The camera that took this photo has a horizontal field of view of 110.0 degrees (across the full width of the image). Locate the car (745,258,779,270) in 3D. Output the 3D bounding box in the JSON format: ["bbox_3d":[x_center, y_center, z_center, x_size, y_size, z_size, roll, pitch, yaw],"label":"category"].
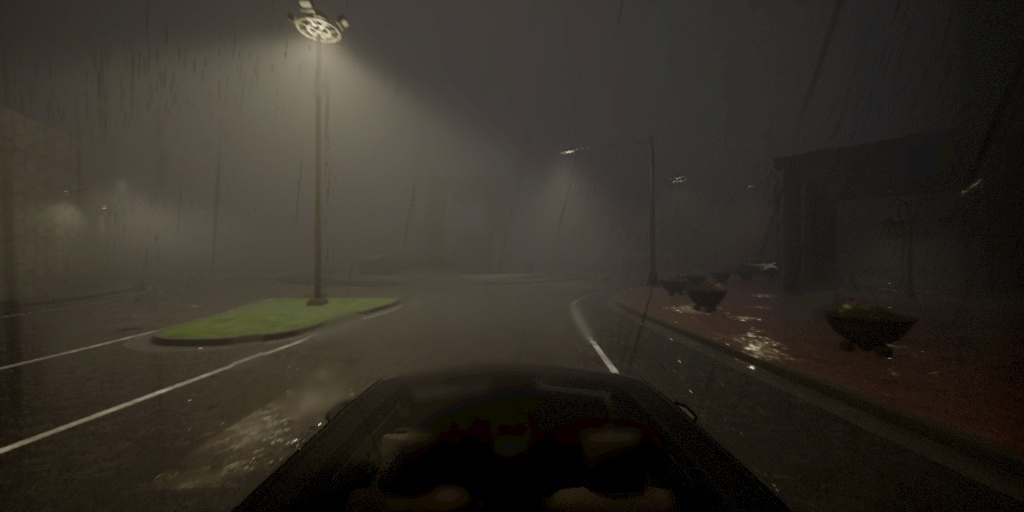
[{"bbox_3d":[30.843,1.301,45.846,5.566,2.045,2.150,0,0,2],"label":"car"}]

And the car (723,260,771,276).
[{"bbox_3d":[26.461,1.536,40.934,4.902,1.511,2.128,0,-1,-20],"label":"car"}]
